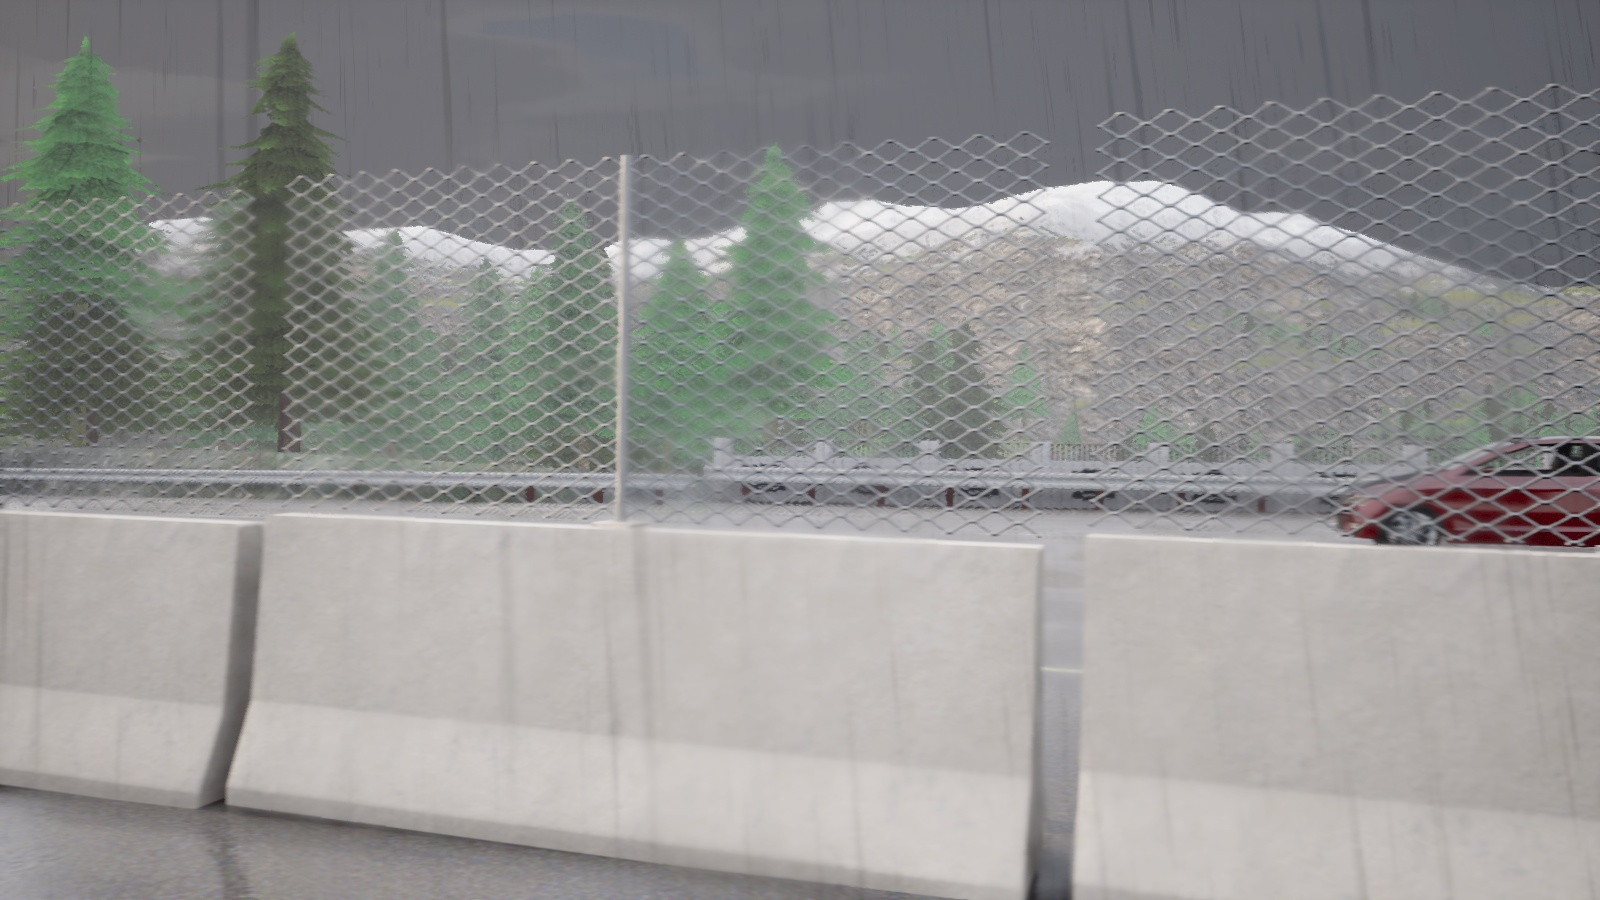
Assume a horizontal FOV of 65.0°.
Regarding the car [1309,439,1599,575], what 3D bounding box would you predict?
[{"bbox_3d":[8.453,0.632,15.119,4.193,1.474,1.816,1,1,19],"label":"car"}]
